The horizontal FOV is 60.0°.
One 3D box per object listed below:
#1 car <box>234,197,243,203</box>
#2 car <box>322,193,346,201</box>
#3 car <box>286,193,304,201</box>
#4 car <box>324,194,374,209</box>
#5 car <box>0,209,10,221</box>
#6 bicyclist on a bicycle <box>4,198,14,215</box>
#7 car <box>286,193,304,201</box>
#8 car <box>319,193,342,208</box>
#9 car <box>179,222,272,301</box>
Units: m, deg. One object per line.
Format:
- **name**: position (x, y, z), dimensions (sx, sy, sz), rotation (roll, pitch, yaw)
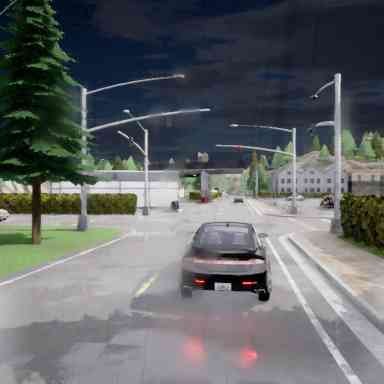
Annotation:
- **car**: position (9.456, 1.606, 67.385), dimensions (1.895, 1.301, 4.718), rotation (0, 0, 8)
- **car**: position (31.784, 1.103, 74.517), dimensions (4.605, 1.855, 1.932), rotation (0, 0, 8)
- **car**: position (24.448, 1.083, 78.863), dimensions (3.866, 1.878, 1.905), rotation (0, 0, 8)
- **car**: position (18.300, 1.343, 38.608), dimensions (4.514, 1.523, 2.007), rotation (0, 0, 8)
- **car**: position (-16.221, 1.527, 25.141), dimensions (4.674, 1.442, 1.812), rotation (0, 0, 8)
- **bicyclist on a bicycle**: position (-17.953, 1.456, 32.524), dimensions (0.582, 1.620, 1.656), rotation (0, 0, 7)
- **car**: position (23.382, 1.367, 75.655), dimensions (3.806, 1.475, 1.970), rotation (0, 0, 8)
- **car**: position (18.683, 1.334, 41.721), dimensions (5.027, 1.636, 2.152), rotation (0, 0, 8)
- **car**: position (0.887, 1.492, 8.397), dimensions (2.128, 1.511, 4.902), rotation (0, 0, 8)
